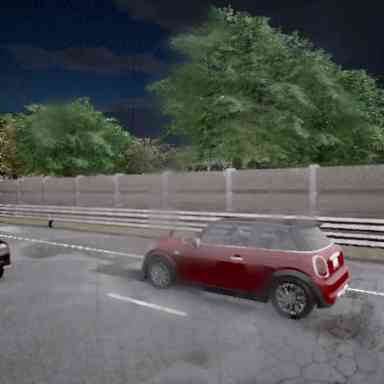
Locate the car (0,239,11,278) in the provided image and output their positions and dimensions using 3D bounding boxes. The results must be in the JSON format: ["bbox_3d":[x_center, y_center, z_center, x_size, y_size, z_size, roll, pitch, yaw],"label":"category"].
[{"bbox_3d":[-6.682,1.506,8.763,4.902,1.511,2.128,0,0,36],"label":"car"}]

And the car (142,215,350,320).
[{"bbox_3d":[1.005,1.357,7.575,4.553,1.767,2.097,0,0,36],"label":"car"}]
